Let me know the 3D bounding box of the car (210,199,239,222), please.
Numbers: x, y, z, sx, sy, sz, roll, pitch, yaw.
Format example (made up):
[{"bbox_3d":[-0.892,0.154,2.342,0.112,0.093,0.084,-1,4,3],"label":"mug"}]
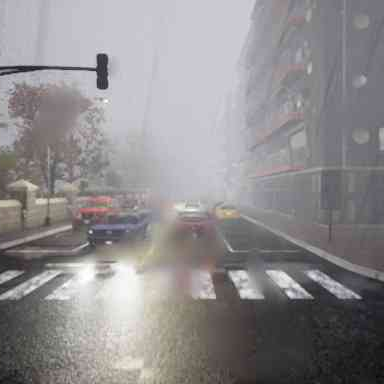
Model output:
[{"bbox_3d":[2.682,1.512,26.225,1.752,1.417,4.829,0,0,0],"label":"car"}]

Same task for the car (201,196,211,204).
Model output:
[{"bbox_3d":[2.674,1.529,64.802,1.887,1.381,4.507,0,0,0],"label":"car"}]

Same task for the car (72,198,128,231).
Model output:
[{"bbox_3d":[-5.698,1.303,20.518,2.192,1.841,5.009,0,0,0],"label":"car"}]

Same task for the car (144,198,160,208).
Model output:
[{"bbox_3d":[-5.703,1.565,48.194,1.802,1.307,4.206,0,0,0],"label":"car"}]

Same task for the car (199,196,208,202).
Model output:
[{"bbox_3d":[2.672,1.553,75.873,1.947,1.339,4.313,0,0,0],"label":"car"}]

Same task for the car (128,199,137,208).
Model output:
[{"bbox_3d":[-5.700,1.425,31.588,1.967,1.590,4.097,0,0,0],"label":"car"}]

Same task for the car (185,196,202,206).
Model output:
[{"bbox_3d":[-0.006,1.584,46.445,1.895,1.301,4.718,0,0,0],"label":"car"}]

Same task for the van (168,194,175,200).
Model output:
[{"bbox_3d":[-5.713,1.334,92.475,1.690,1.788,3.998,0,0,0],"label":"van"}]

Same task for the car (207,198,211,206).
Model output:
[{"bbox_3d":[2.681,1.530,31.590,1.887,1.381,4.507,0,0,0],"label":"car"}]

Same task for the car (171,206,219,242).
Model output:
[{"bbox_3d":[0.098,1.591,16.379,1.895,1.301,4.718,0,0,0],"label":"car"}]

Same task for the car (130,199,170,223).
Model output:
[{"bbox_3d":[-3.094,1.534,25.541,2.033,1.411,5.357,0,0,0],"label":"car"}]

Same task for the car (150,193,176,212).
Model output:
[{"bbox_3d":[-3.089,1.336,37.316,2.097,1.767,4.553,0,0,0],"label":"car"}]

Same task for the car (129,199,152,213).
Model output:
[{"bbox_3d":[-5.701,1.529,37.124,1.887,1.381,4.507,0,0,0],"label":"car"}]

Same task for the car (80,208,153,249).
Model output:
[{"bbox_3d":[-3.098,1.591,14.683,1.895,1.301,4.718,0,0,0],"label":"car"}]

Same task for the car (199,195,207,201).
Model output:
[{"bbox_3d":[2.670,1.429,81.407,1.967,1.590,4.097,0,0,0],"label":"car"}]

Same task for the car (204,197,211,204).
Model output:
[{"bbox_3d":[2.680,1.535,37.126,2.008,1.369,4.403,0,0,0],"label":"car"}]

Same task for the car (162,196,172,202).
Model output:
[{"bbox_3d":[-5.709,1.537,75.870,2.008,1.369,4.403,0,0,0],"label":"car"}]

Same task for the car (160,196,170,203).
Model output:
[{"bbox_3d":[-5.707,1.510,70.165,1.752,1.417,4.829,0,0,0],"label":"car"}]

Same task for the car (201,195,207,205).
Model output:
[{"bbox_3d":[2.675,1.528,59.267,1.887,1.381,4.507,0,0,0],"label":"car"}]

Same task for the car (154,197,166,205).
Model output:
[{"bbox_3d":[-5.705,1.565,59.265,1.802,1.307,4.206,0,0,0],"label":"car"}]
